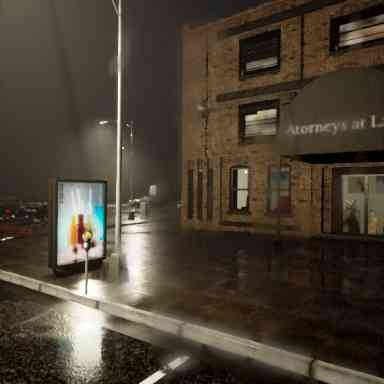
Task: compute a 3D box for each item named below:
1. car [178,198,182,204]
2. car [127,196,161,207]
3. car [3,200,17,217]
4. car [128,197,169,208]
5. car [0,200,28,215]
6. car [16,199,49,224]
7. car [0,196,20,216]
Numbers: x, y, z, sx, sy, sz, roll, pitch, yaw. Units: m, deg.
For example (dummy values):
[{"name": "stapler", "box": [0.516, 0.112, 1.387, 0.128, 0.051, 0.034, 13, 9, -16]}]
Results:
[{"name": "car", "box": [-0.340, 1.178, 54.167, 1.812, 1.442, 4.674, 1, 1, 37]}, {"name": "car", "box": [-6.521, 1.313, 45.748, 1.895, 1.301, 4.718, 1, 1, 36]}, {"name": "car", "box": [-12.062, 1.510, 26.757, 1.895, 1.301, 4.718, 1, 1, 36]}, {"name": "car", "box": [-5.148, 1.313, 42.127, 2.033, 1.411, 5.357, 1, 1, 36]}, {"name": "car", "box": [-17.740, 1.427, 30.340, 1.895, 1.301, 4.718, 1, 1, 33]}, {"name": "car", "box": [-9.721, 1.445, 24.448, 2.128, 1.511, 4.902, 1, 1, 36]}, {"name": "car", "box": [-16.000, 1.230, 27.128, 2.097, 1.767, 4.553, 1, 1, 35]}]
